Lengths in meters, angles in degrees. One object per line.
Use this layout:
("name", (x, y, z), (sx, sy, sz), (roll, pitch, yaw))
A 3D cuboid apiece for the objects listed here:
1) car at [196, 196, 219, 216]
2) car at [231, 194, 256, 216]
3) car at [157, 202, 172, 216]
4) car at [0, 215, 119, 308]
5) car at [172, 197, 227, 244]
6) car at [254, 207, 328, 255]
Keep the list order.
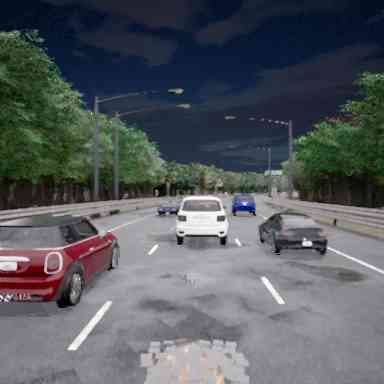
("car", (1.623, 1.362, 33.514), (2.097, 1.767, 4.553), (0, 0, 5))
("car", (5.111, 1.235, 33.351), (2.150, 2.045, 5.566), (0, 0, 5))
("car", (-2.019, 1.607, 32.086), (1.895, 1.301, 4.718), (0, 0, 5))
("car", (-3.257, 1.351, 8.113), (2.097, 1.767, 4.553), (0, 0, 1))
("car", (0.473, 1.226, 15.900), (2.150, 2.045, 5.566), (0, 0, 2))
("car", (3.877, 1.533, 13.272), (1.812, 1.442, 4.674), (0, 0, 2))
